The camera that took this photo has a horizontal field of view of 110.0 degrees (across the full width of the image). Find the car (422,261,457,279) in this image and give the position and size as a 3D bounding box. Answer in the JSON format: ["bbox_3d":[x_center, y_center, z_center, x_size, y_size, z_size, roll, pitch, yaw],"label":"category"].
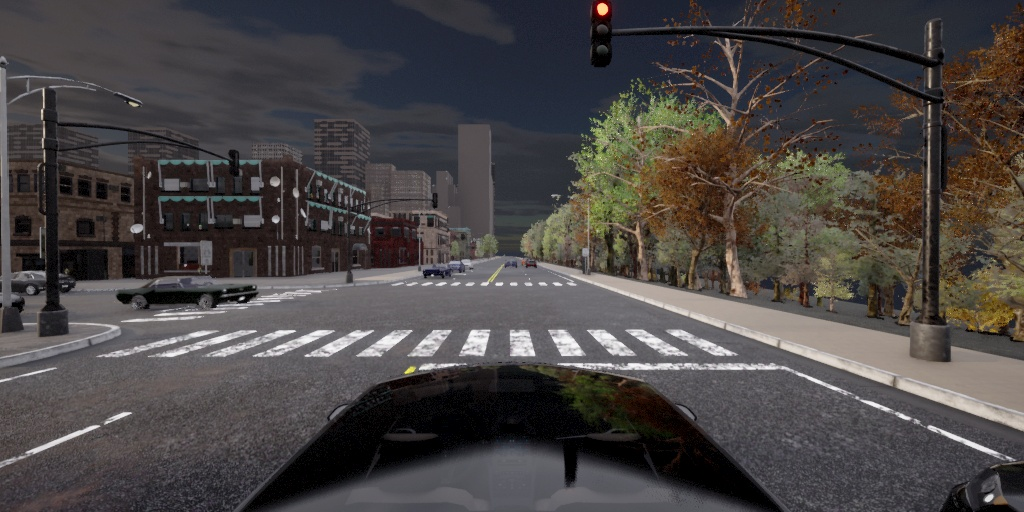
[{"bbox_3d":[-6.729,1.341,32.904,1.895,1.301,4.718,0,0,2],"label":"car"}]

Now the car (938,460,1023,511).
[{"bbox_3d":[3.363,1.314,0.200,1.994,1.385,4.181,0,0,-1],"label":"car"}]

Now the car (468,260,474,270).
[{"bbox_3d":[-6.805,1.257,53.345,1.812,1.442,4.674,0,0,0],"label":"car"}]

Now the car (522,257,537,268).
[{"bbox_3d":[3.091,1.228,60.018,1.837,1.490,4.892,0,-2,0],"label":"car"}]

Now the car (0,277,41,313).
[{"bbox_3d":[-19.994,1.565,12.529,4.313,1.339,1.948,0,0,0],"label":"car"}]

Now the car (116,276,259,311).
[{"bbox_3d":[-13.301,1.482,14.902,4.718,1.301,1.895,-1,0,5],"label":"car"}]

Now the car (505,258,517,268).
[{"bbox_3d":[-0.168,1.079,61.530,2.097,1.767,4.553,0,0,0],"label":"car"}]

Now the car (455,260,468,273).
[{"bbox_3d":[-6.771,1.262,43.075,1.812,1.442,4.674,0,0,0],"label":"car"}]

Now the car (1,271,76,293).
[{"bbox_3d":[-28.365,1.560,21.004,4.403,1.370,2.007,0,0,0],"label":"car"}]
